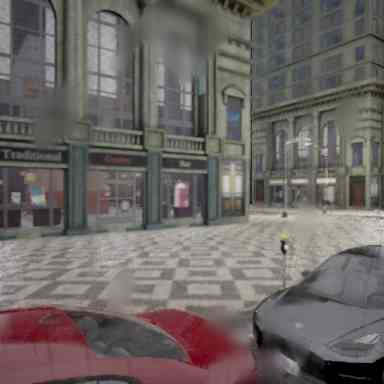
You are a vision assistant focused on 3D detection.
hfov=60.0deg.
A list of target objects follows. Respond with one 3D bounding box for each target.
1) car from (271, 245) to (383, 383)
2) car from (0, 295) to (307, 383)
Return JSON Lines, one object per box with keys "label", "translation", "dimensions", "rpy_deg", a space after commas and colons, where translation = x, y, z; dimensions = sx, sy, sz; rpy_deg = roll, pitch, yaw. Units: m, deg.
{"label": "car", "translation": [2.846, 1.556, 4.974], "dimensions": [4.313, 1.339, 1.947], "rpy_deg": [0, 0, -35]}
{"label": "car", "translation": [-1.580, 1.529, 1.858], "dimensions": [4.507, 1.381, 1.887], "rpy_deg": [0, 0, -35]}
